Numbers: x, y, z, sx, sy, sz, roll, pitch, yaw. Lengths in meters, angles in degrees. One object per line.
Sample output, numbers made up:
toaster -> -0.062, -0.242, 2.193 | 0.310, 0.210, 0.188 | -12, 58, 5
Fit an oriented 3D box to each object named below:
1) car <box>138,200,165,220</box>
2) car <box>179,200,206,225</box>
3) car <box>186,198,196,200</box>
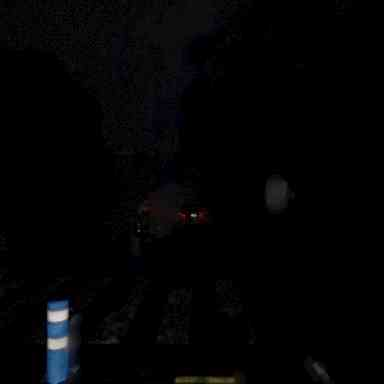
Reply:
car -> -3.450, 1.482, 28.708 | 1.882, 1.535, 5.008 | 0, 0, 0
car -> 0.025, 1.553, 23.854 | 2.033, 1.411, 5.357 | 0, 0, 0
car -> -0.103, 1.524, 42.865 | 2.033, 1.411, 5.357 | 0, 0, -1
